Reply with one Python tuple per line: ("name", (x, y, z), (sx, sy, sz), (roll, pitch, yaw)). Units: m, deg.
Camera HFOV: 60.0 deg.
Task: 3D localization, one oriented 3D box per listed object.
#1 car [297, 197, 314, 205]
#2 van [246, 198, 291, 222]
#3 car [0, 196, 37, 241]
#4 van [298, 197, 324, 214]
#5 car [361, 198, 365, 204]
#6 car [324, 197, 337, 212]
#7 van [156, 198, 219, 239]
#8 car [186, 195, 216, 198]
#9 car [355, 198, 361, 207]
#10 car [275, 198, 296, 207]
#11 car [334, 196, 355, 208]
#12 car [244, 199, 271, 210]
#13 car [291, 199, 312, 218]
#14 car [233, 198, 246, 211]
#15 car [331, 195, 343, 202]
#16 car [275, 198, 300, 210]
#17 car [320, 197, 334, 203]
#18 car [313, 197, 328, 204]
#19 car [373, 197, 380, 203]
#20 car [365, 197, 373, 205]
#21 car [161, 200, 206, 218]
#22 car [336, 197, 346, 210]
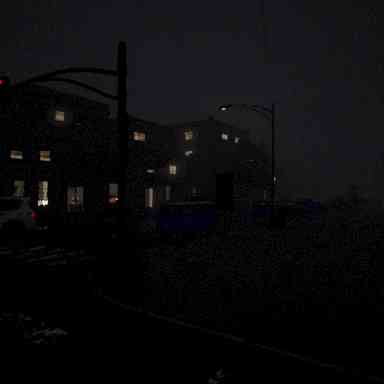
("car", (21.604, 1.705, 63.165), (1.887, 1.381, 4.507), (0, 0, 35))
("van", (6.219, 1.436, 26.712), (1.690, 1.788, 3.998), (0, 0, 35))
("car", (-10.023, 1.222, 14.968), (5.566, 2.045, 2.150), (1, 0, -45))
("van", (12.571, 1.469, 35.745), (1.690, 1.788, 3.998), (0, 0, 35))
("car", (28.547, 1.748, 58.470), (1.752, 1.417, 4.829), (0, 0, 35))
("car", (15.844, 1.671, 40.402), (1.752, 1.417, 4.829), (0, 0, 35))
("van", (-0.133, 1.406, 17.677), (1.690, 1.788, 3.998), (0, 0, 35))
("car", (0.456, 1.268, 28.575), (2.150, 2.045, 5.566), (1, 0, 35))
("car", (25.275, 1.517, 53.814), (2.192, 1.841, 5.009), (0, 0, 35))
("car", (15.252, 1.665, 54.131), (1.887, 1.381, 4.507), (0, 0, 35))
("car", (22.099, 1.497, 49.297), (2.192, 1.841, 5.009), (0, 0, 35))
("car", (8.901, 1.628, 45.098), (1.887, 1.381, 4.507), (0, 0, 35))
("car", (9.393, 1.655, 31.228), (1.887, 1.381, 4.507), (0, 0, 35))
("car", (5.726, 1.506, 40.581), (1.967, 1.590, 4.097), (0, 0, 35))
("car", (37.483, 1.712, 85.750), (1.967, 1.590, 4.097), (0, 0, 35))
("car", (13.572, 1.595, 47.100), (1.882, 1.535, 5.008), (1, 0, 36))
("car", (31.131, 1.792, 76.716), (1.947, 1.339, 4.313), (0, 0, 35))
("car", (27.857, 1.728, 72.060), (1.752, 1.417, 4.829), (0, 0, 35))
("car", (44.328, 1.899, 80.916), (1.947, 1.339, 4.313), (0, 0, 35))
("car", (34.801, 1.810, 67.365), (1.887, 1.381, 4.507), (0, 0, 35))
("car", (-0.725, 1.558, 31.407), (1.752, 1.417, 4.829), (0, 0, 35))
("car", (18.921, 1.729, 44.779), (1.947, 1.339, 4.313), (0, 0, 35))
